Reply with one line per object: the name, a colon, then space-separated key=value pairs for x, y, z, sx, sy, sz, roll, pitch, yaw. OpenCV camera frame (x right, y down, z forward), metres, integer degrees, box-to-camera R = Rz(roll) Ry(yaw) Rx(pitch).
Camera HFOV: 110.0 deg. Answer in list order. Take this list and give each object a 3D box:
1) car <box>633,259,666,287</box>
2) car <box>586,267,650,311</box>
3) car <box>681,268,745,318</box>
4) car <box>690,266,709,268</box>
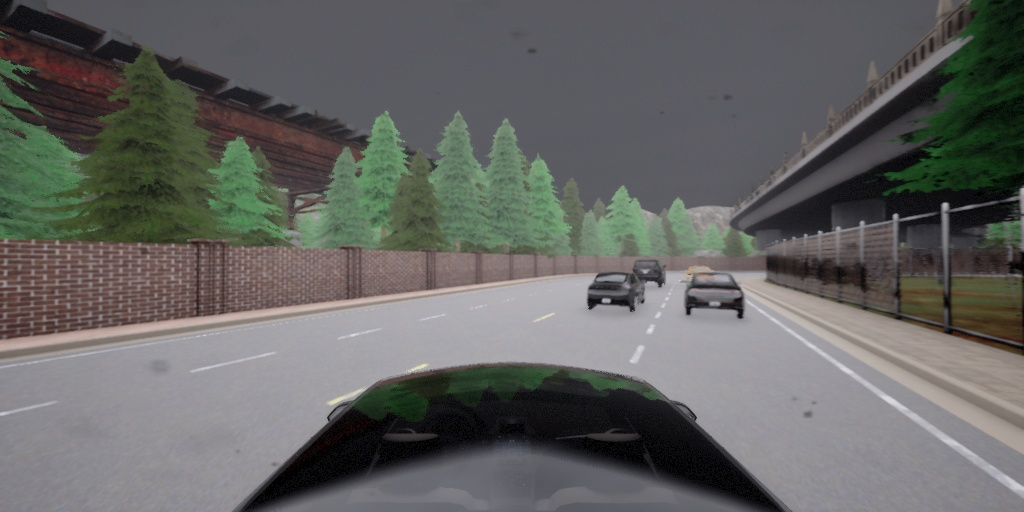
car: x=10.726 y=1.273 z=28.075 sx=2.150 sy=2.045 sz=5.566 roll=0 pitch=0 yaw=26
car: x=4.566 y=1.413 z=15.433 sx=1.837 sy=1.490 sz=4.892 roll=0 pitch=0 yaw=27
car: x=7.708 y=1.378 z=13.892 sx=2.128 sy=1.511 sz=4.902 roll=0 pitch=-1 yaw=27
car: x=14.654 y=1.520 z=28.028 sx=1.882 sy=1.535 sz=5.008 roll=-1 pitch=-1 yaw=28
